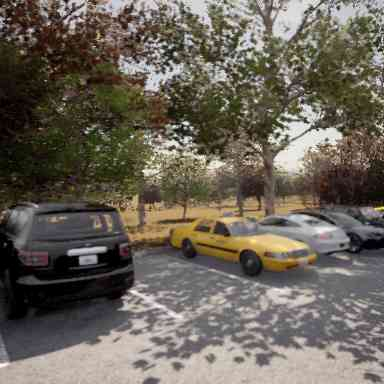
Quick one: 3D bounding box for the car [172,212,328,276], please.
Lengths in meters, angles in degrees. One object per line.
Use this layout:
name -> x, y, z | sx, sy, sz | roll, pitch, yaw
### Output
car -> 1.343, 1.492, 10.790 | 1.946, 1.575, 5.366 | 0, 0, -35

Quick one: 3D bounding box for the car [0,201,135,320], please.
car -> -3.290, 1.233, 7.748 | 2.435, 2.045, 5.566 | 0, 0, -36

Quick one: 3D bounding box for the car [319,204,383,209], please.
car -> 7.881, 1.387, 15.721 | 2.185, 1.767, 4.553 | 0, 0, -36

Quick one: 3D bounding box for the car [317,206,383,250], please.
car -> 5.763, 1.537, 14.135 | 2.163, 1.488, 4.792 | 0, 0, -35

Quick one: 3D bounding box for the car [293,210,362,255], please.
car -> 3.492, 1.541, 12.548 | 2.002, 1.452, 4.674 | 0, 0, -35
